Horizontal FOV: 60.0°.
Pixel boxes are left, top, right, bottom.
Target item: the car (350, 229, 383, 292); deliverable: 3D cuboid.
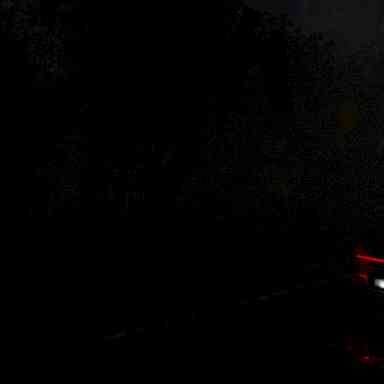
[{"bbox_3d":[5.607,1.507,7.745,4.892,1.490,1.837,0,0,-35],"label":"car"}]
